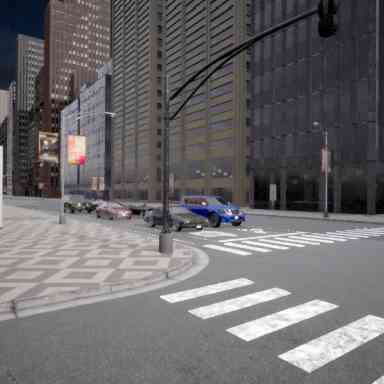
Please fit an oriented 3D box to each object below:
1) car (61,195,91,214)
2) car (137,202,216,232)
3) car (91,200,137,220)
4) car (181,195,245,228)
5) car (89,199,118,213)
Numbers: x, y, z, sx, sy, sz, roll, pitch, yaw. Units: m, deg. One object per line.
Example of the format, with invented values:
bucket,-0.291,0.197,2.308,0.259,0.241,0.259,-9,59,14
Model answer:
car,-13.076,1.324,37.492,2.150,2.045,5.566,1,-1,-36
car,-1.153,1.569,20.803,2.033,1.411,5.357,1,-1,-35
car,-6.851,1.585,28.769,1.812,1.442,4.674,1,-1,-36
car,1.175,1.269,23.126,2.150,2.045,5.566,1,-1,-36
car,-10.564,1.653,39.562,1.812,1.442,4.674,1,0,-35
